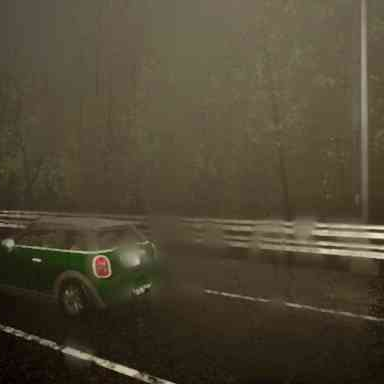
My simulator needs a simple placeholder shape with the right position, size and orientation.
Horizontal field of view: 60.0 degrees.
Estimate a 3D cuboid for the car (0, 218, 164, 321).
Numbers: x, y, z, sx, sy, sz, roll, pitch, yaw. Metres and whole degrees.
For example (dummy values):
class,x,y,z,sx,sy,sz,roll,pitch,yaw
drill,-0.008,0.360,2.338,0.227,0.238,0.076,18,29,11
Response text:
class,x,y,z,sx,sy,sz,roll,pitch,yaw
car,-2.930,1.367,7.499,4.553,1.767,2.097,0,0,31
